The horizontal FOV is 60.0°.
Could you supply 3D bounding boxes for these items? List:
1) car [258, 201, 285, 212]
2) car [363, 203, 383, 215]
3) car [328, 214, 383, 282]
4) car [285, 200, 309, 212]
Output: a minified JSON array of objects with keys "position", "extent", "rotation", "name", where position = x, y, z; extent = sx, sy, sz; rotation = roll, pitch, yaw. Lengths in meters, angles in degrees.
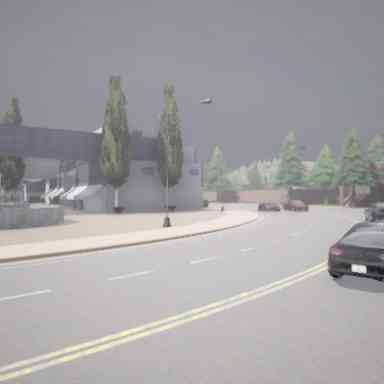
[{"position":[9.807,1.866,42.349],"extent":[1.994,1.385,4.181],"rotation":[0,-1,-4],"name":"car"},{"position":[14.796,1.625,26.106],"extent":[1.837,1.490,4.892],"rotation":[0,0,18],"name":"car"},{"position":[5.291,1.571,9.270],"extent":[1.812,1.442,4.674],"rotation":[-1,-1,41],"name":"car"},{"position":[13.283,1.756,42.655],"extent":[1.882,1.535,5.008],"rotation":[0,-1,-4],"name":"car"}]
